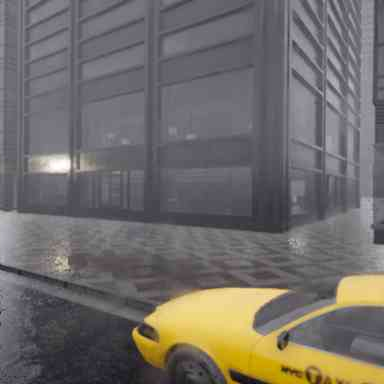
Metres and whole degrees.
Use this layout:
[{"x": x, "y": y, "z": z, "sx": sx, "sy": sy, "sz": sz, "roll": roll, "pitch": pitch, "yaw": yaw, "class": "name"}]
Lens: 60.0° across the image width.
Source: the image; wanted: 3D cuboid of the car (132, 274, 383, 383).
[{"x": 1.792, "y": 1.457, "z": 3.073, "sx": 5.366, "sy": 1.575, "sz": 1.801, "roll": 0, "pitch": 0, "yaw": 35, "class": "car"}]
